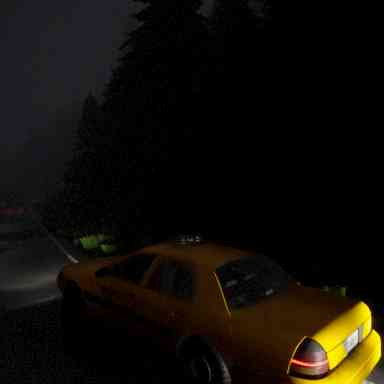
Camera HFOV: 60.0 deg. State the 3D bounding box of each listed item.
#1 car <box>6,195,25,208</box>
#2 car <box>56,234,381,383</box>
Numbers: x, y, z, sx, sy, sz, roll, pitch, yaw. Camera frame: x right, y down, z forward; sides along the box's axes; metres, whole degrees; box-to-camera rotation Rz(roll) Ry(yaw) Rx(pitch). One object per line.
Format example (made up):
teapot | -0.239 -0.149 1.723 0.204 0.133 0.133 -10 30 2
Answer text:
car | -21.204 1.058 40.007 2.128 1.511 4.902 -2 2 -27
car | -0.253 1.418 5.068 5.366 1.575 1.801 1 1 44
